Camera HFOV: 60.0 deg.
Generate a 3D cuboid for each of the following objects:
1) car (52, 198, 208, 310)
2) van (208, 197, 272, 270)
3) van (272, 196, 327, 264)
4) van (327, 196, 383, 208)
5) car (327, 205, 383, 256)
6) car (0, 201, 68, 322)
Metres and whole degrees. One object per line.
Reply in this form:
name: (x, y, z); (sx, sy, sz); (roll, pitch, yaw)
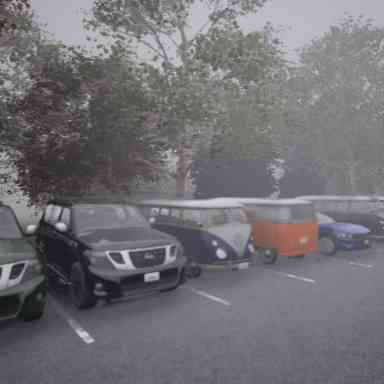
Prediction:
car: (-2.341, 1.209, 8.356); (2.435, 2.045, 5.566); (0, 0, -36)
van: (-0.035, 1.216, 9.892); (1.878, 1.987, 4.442); (0, 0, -35)
van: (2.085, 1.197, 11.691); (1.878, 1.987, 4.442); (0, 0, -35)
van: (6.738, 1.162, 14.734); (1.878, 1.987, 4.442); (0, 0, -36)
car: (4.405, 1.404, 13.210); (2.097, 1.535, 5.008); (0, 0, -35)
car: (-4.596, 1.228, 6.747); (2.435, 2.045, 5.566); (0, 0, -36)
